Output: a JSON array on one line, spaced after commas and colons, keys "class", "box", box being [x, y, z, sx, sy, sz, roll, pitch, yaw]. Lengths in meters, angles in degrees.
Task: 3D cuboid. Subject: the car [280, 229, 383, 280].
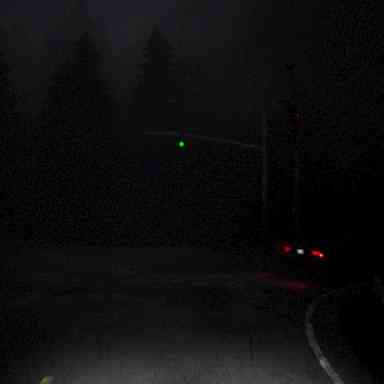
[{"class": "car", "box": [5.503, 1.940, 11.014, 5.357, 1.411, 2.033, 3, -4, -26]}]
